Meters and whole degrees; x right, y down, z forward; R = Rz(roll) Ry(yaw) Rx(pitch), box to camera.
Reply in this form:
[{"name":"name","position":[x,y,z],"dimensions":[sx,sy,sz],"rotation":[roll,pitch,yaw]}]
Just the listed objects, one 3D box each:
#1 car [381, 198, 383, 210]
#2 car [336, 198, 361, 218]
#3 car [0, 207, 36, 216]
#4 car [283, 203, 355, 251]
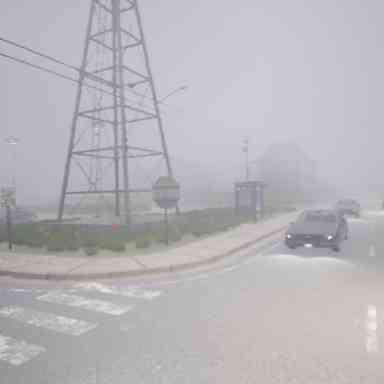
[{"name":"car","position":[20.059,0.986,33.160],"dimensions":[1.812,1.442,4.674],"rotation":[-2,0,29]},{"name":"car","position":[12.479,1.235,26.749],"dimensions":[2.033,1.411,5.357],"rotation":[-2,0,29]},{"name":"car","position":[-17.170,2.204,32.444],"dimensions":[1.784,1.438,3.905],"rotation":[-2,0,28]},{"name":"car","position":[5.304,1.423,13.756],"dimensions":[2.033,1.411,5.357],"rotation":[-2,0,30]}]
